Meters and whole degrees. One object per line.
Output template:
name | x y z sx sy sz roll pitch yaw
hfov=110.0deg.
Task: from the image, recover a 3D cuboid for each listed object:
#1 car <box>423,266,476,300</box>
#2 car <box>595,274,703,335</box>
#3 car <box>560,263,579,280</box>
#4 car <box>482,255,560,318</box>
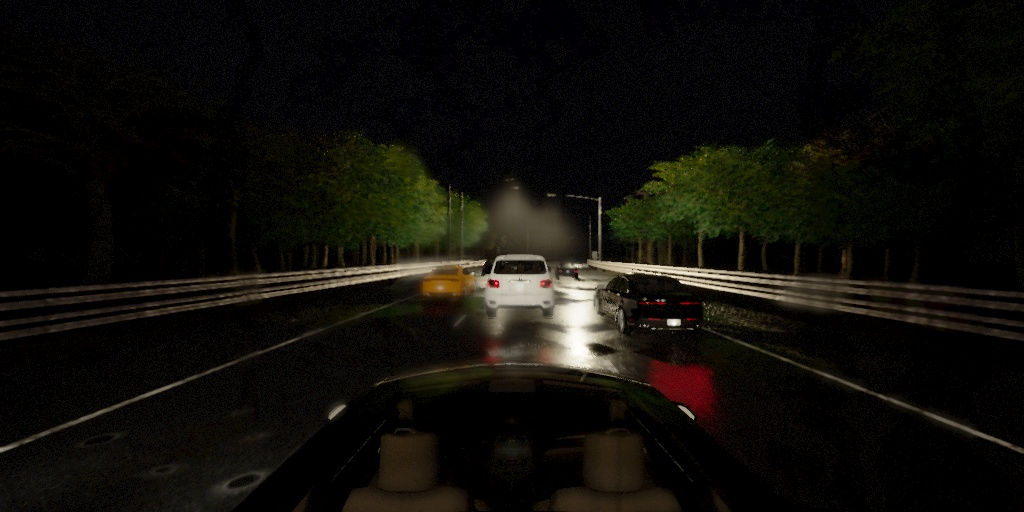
car | -3.001 1.243 18.016 1.882 1.535 5.008 0 0 2
car | 3.750 1.269 10.606 1.837 1.490 4.892 0 0 1
car | 4.839 1.335 32.025 2.033 1.411 5.357 0 0 5
car | 0.313 0.985 13.183 2.150 2.045 5.566 0 0 2
